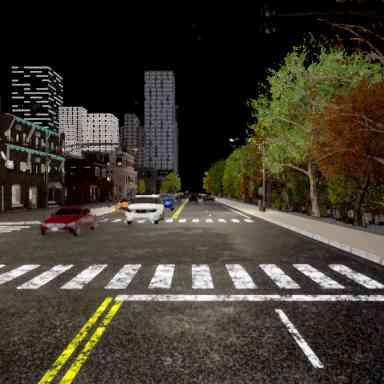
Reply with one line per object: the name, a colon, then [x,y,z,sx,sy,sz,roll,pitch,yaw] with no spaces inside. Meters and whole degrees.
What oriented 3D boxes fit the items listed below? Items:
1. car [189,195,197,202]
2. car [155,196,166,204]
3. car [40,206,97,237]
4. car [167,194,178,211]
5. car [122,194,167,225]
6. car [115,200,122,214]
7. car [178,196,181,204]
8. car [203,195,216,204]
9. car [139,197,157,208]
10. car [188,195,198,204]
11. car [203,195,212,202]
car: [0.180,1.494,75.592,1.812,1.442,4.674,0,0,0]
car: [-6.348,1.538,68.236,1.837,1.490,4.892,0,0,0]
car: [-6.561,1.521,18.250,1.812,1.442,4.674,0,0,0]
car: [-3.260,1.208,40.209,2.150,2.045,5.566,0,0,0]
car: [-3.292,1.215,24.203,2.150,2.045,5.566,0,0,0]
car: [-6.523,1.341,34.495,2.097,1.767,4.553,0,0,0]
car: [-3.147,1.468,63.957,2.128,1.511,4.902,0,0,1]
car: [3.494,1.468,63.987,2.128,1.511,4.902,0,0,0]
car: [-6.486,1.474,49.509,2.128,1.511,4.902,0,0,0]
car: [0.246,1.480,65.255,1.837,1.490,4.892,0,0,0]
car: [3.414,1.448,74.257,1.882,1.535,5.008,0,0,0]
